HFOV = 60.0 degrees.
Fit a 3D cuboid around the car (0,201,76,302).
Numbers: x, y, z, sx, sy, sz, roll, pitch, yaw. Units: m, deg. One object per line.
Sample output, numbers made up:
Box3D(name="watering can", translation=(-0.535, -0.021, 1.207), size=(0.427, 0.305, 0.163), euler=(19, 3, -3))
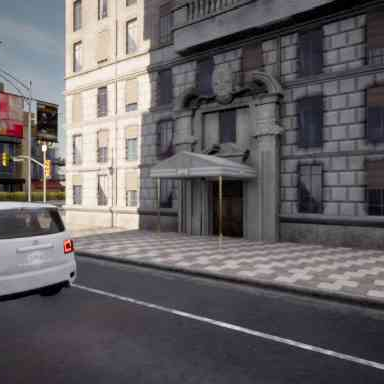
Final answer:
Box3D(name="car", translation=(-4.924, 1.221, 7.395), size=(5.566, 2.045, 2.150), euler=(0, 0, 35))
